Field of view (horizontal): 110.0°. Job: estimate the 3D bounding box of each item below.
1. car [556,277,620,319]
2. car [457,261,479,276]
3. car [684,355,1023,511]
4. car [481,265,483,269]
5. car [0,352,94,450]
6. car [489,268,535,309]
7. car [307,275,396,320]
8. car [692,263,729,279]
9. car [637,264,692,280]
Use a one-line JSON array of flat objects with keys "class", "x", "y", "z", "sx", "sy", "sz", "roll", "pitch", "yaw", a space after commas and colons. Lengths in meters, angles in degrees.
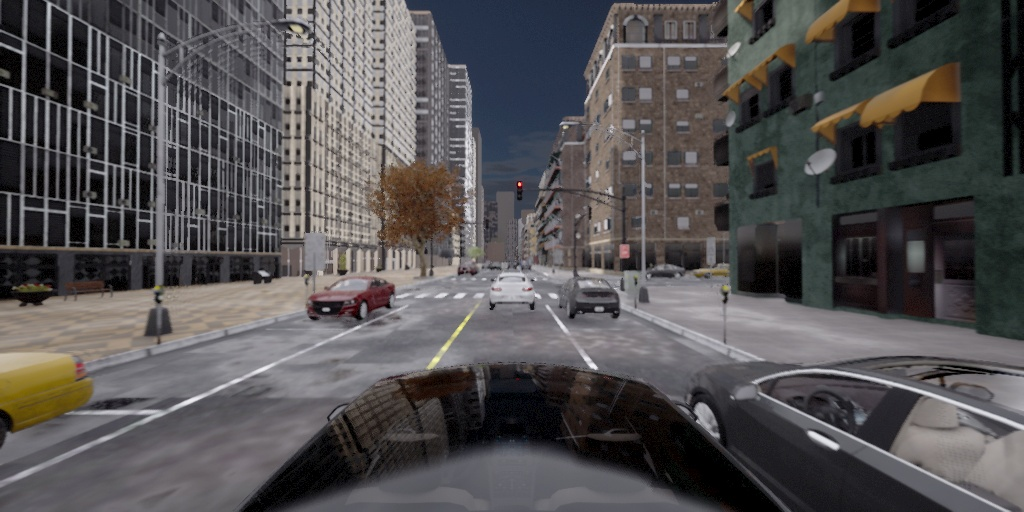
[{"class": "car", "x": 2.688, "y": 1.423, "z": 13.218, "sx": 2.007, "sy": 1.370, "sz": 4.403, "roll": 0, "pitch": 0, "yaw": 0}, {"class": "car", "x": -5.696, "y": 1.549, "z": 45.603, "sx": 2.192, "sy": 1.841, "sz": 5.009, "roll": 0, "pitch": 0, "yaw": 0}, {"class": "car", "x": 2.689, "y": 1.305, "z": 2.153, "sx": 2.007, "sy": 1.370, "sz": 4.403, "roll": 0, "pitch": 0, "yaw": 0}, {"class": "car", "x": -5.696, "y": 1.864, "z": 51.126, "sx": 1.948, "sy": 1.339, "sz": 4.313, "roll": 0, "pitch": 0, "yaw": 0}, {"class": "car", "x": -5.691, "y": 1.280, "z": 1.983, "sx": 1.751, "sy": 1.417, "sz": 4.829, "roll": 0, "pitch": 0, "yaw": 0}, {"class": "car", "x": 0.020, "y": 1.425, "z": 15.733, "sx": 1.812, "sy": 1.442, "sz": 4.674, "roll": 0, "pitch": 0, "yaw": 0}, {"class": "car", "x": -5.692, "y": 1.417, "z": 13.218, "sx": 1.888, "sy": 1.381, "sz": 4.507, "roll": 0, "pitch": 0, "yaw": 0}, {"class": "car", "x": 18.829, "y": 1.324, "z": 32.693, "sx": 4.829, "sy": 1.417, "sz": 1.751, "roll": 0, "pitch": 0, "yaw": -1}, {"class": "car", "x": 13.432, "y": 1.426, "z": 32.636, "sx": 4.403, "sy": 1.370, "sz": 2.007, "roll": 0, "pitch": 0, "yaw": -1}]
